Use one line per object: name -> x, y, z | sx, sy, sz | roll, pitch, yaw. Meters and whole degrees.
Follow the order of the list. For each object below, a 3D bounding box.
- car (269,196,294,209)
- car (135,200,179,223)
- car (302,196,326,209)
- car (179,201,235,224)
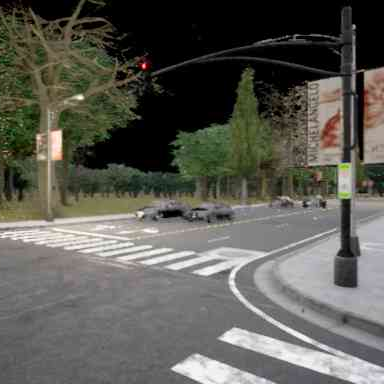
car -> 11.422, 1.291, 42.166 | 1.812, 1.442, 4.674 | 0, 0, 38
car -> -2.056, 1.342, 24.509 | 2.128, 1.511, 4.902 | 0, 1, 37
car -> 15.603, 1.269, 42.268 | 2.128, 1.511, 4.902 | 0, 0, 38
car -> 1.318, 1.426, 23.575 | 1.994, 1.385, 4.181 | 0, 1, 37
